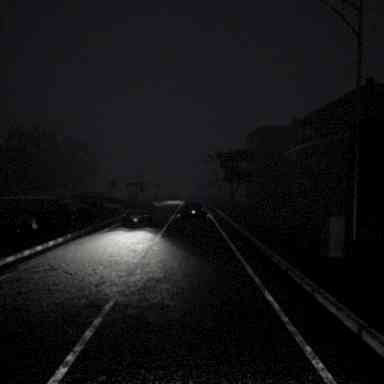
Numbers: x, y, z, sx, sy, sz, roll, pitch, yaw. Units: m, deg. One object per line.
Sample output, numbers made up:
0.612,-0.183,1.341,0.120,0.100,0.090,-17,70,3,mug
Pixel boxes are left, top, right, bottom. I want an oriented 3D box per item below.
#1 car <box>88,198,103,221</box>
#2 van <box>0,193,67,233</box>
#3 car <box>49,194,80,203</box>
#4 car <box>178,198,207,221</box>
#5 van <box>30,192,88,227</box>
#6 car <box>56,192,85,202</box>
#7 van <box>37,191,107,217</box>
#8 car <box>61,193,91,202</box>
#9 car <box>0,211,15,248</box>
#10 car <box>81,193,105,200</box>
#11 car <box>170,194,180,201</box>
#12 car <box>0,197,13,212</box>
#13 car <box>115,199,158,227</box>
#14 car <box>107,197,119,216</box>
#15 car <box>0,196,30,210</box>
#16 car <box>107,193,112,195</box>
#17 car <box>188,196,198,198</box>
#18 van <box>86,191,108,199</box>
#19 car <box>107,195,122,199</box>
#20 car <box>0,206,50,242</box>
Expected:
-8.957,1.386,22.474,5.008,1.535,2.097,0,1,0,car
-9.073,1.205,16.863,4.442,1.987,1.878,0,0,0,van
-22.075,1.105,57.783,4.674,1.452,2.002,0,1,0,car
0.109,1.421,26.108,1.994,1.385,4.181,0,0,0,car
-8.843,1.185,19.665,4.442,1.987,1.878,0,1,0,van
-22.112,0.915,60.557,4.553,1.767,2.185,0,1,0,car
-9.082,1.135,25.275,4.442,1.987,1.878,0,1,0,van
-22.089,1.016,63.334,5.008,1.535,2.097,0,1,0,car
-8.948,1.506,11.254,4.674,1.452,2.002,0,0,0,car
-22.124,0.951,74.435,4.792,1.488,2.163,0,0,0,car
-3.247,1.058,63.609,1.895,1.301,4.718,0,1,1,car
-22.084,1.296,35.579,4.792,1.488,2.163,0,1,0,car
-3.341,1.377,22.118,2.128,1.511,4.902,0,0,0,car
-8.971,1.375,28.080,4.674,1.452,2.002,0,1,0,car
-21.872,1.238,38.354,5.366,1.575,1.946,0,1,0,car
-8.945,1.032,33.684,5.566,2.045,2.435,0,1,0,car
0.115,1.268,42.215,2.033,1.411,5.357,0,1,0,car
-21.980,0.673,77.207,4.442,1.987,1.878,0,0,0,van
-8.785,1.306,30.883,5.366,1.575,1.946,0,1,0,car
-8.983,1.482,14.062,4.792,1.488,2.163,0,0,0,car
